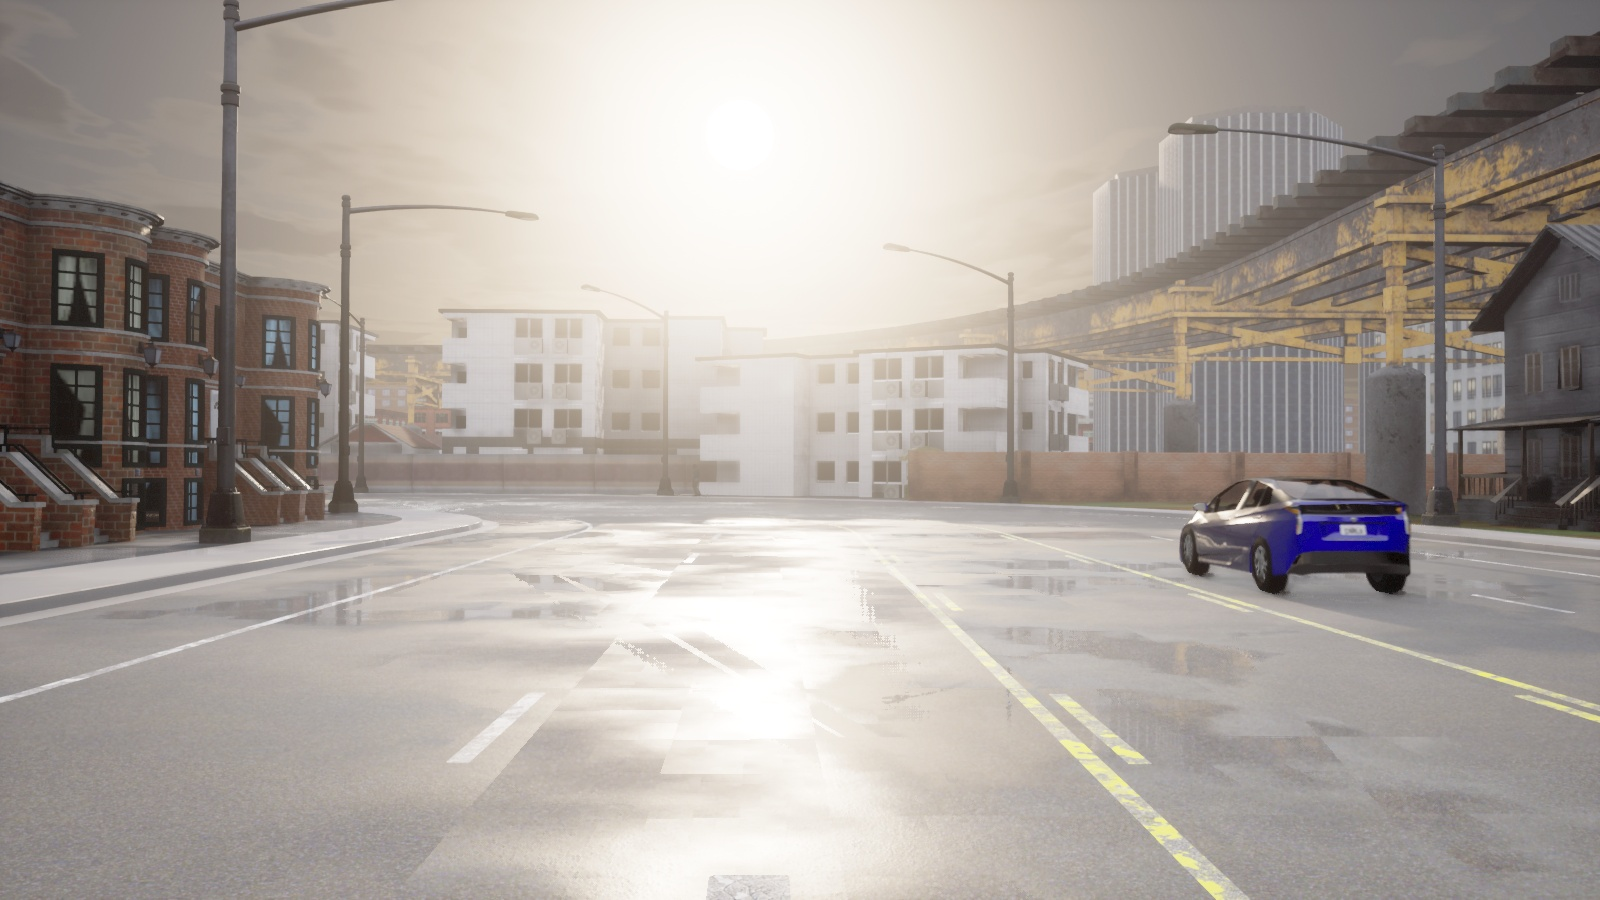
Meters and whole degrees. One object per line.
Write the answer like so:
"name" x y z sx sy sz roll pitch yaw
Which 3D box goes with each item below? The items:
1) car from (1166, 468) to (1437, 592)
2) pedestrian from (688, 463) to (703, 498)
"car" 6.873 1.033 17.825 2.007 1.525 4.514 0 -1 0
"pedestrian" -5.571 1.613 66.930 0.726 1.835 0.370 -1 -1 25
